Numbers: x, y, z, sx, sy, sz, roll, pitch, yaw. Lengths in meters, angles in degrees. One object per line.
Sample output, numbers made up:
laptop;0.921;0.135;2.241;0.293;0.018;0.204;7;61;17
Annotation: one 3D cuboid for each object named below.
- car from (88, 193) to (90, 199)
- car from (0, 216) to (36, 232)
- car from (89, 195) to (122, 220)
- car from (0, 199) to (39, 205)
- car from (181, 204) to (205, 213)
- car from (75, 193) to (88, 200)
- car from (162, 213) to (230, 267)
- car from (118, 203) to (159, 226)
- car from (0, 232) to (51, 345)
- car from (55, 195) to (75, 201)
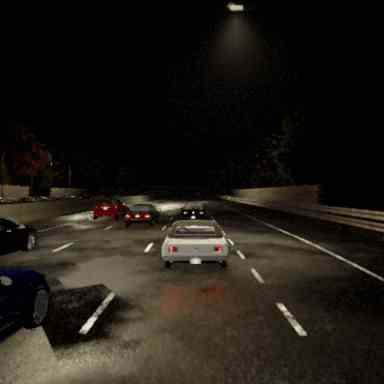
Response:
car;-20.995;1.374;74.318;2.097;1.767;4.553;0;0;0
car;-6.899;1.506;10.936;1.837;1.490;4.892;0;0;0
car;-6.899;1.364;28.643;2.097;1.767;4.553;0;0;0
car;-17.588;1.510;34.718;2.128;1.511;4.902;0;0;0
car;0.104;1.611;27.404;1.895;1.301;4.718;0;0;0
car;-24.495;1.244;74.258;2.150;2.045;5.566;0;0;0
car;0.104;1.602;11.327;1.895;1.301;4.718;0;0;0
car;-3.397;1.555;23.225;2.033;1.411;5.357;0;0;0
car;-3.399;1.526;3.977;1.812;1.442;4.674;0;0;0
car;-27.995;1.432;72.397;2.033;1.411;5.357;0;0;0
